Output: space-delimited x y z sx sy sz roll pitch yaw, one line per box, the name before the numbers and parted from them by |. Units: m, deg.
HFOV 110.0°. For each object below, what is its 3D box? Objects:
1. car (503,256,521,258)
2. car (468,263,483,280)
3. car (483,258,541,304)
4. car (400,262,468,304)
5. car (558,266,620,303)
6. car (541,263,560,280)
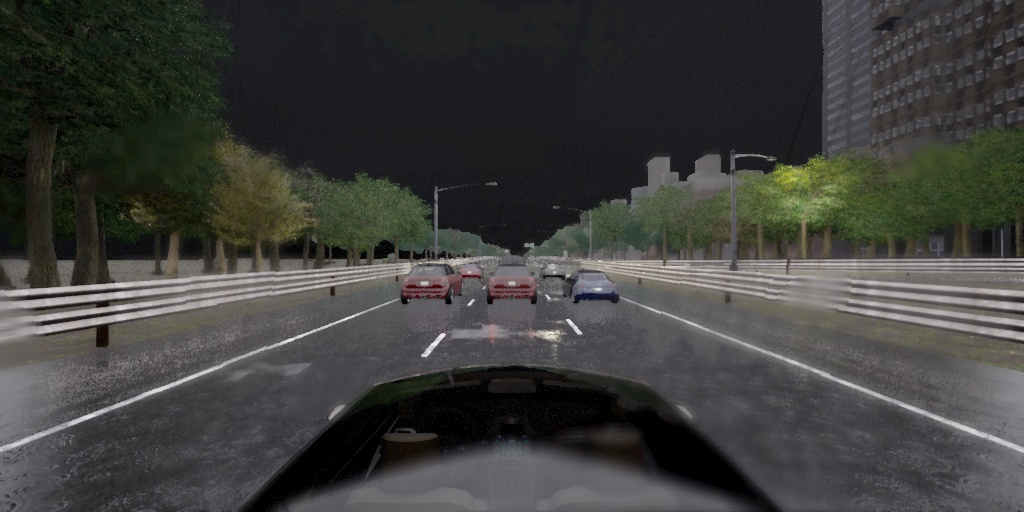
car | 0.000 1.003 31.530 2.150 2.045 5.566 0 0 0
car | -3.500 1.319 31.500 1.994 1.385 4.181 0 0 0
car | 0.000 1.116 16.470 2.097 1.767 4.553 0 0 0
car | -3.500 1.116 16.470 2.097 1.767 4.553 0 0 0
car | 3.500 1.323 16.500 1.994 1.385 4.181 0 0 0
car | 3.500 1.319 31.500 1.994 1.385 4.181 0 0 0
